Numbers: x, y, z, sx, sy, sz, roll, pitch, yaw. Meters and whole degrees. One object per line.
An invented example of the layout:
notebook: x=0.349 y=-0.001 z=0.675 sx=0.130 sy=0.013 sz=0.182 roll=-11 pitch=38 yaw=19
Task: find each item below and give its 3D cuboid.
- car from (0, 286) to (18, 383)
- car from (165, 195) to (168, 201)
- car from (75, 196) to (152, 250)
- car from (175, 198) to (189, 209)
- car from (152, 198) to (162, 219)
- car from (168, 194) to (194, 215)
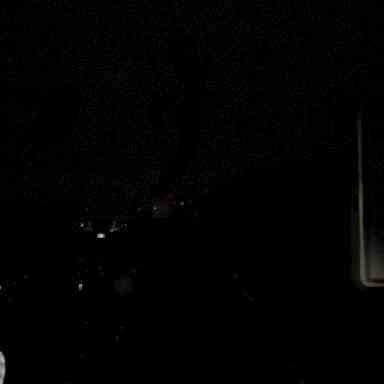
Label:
car: x=-2.874 y=1.522 z=1.958 sx=1.837 sy=1.490 sz=4.892 roll=0 pitch=0 yaw=-2
car: x=-5.249 y=1.345 z=76.901 sx=1.812 sy=1.442 sz=4.674 roll=0 pitch=0 yaw=-2
car: x=-3.276 y=1.217 z=14.645 sx=2.150 sy=2.045 sz=5.566 roll=0 pitch=0 yaw=0
car: x=-1.388 y=1.525 z=46.280 sx=1.895 sy=1.301 sz=4.718 roll=0 pitch=0 yaw=-2
car: x=-3.736 y=1.323 z=28.978 sx=2.097 sy=1.767 sz=4.553 roll=0 pitch=0 yaw=-2
car: x=-0.980 y=1.164 z=33.897 sx=2.150 sy=2.045 sz=5.566 roll=0 pitch=0 yaw=-2
